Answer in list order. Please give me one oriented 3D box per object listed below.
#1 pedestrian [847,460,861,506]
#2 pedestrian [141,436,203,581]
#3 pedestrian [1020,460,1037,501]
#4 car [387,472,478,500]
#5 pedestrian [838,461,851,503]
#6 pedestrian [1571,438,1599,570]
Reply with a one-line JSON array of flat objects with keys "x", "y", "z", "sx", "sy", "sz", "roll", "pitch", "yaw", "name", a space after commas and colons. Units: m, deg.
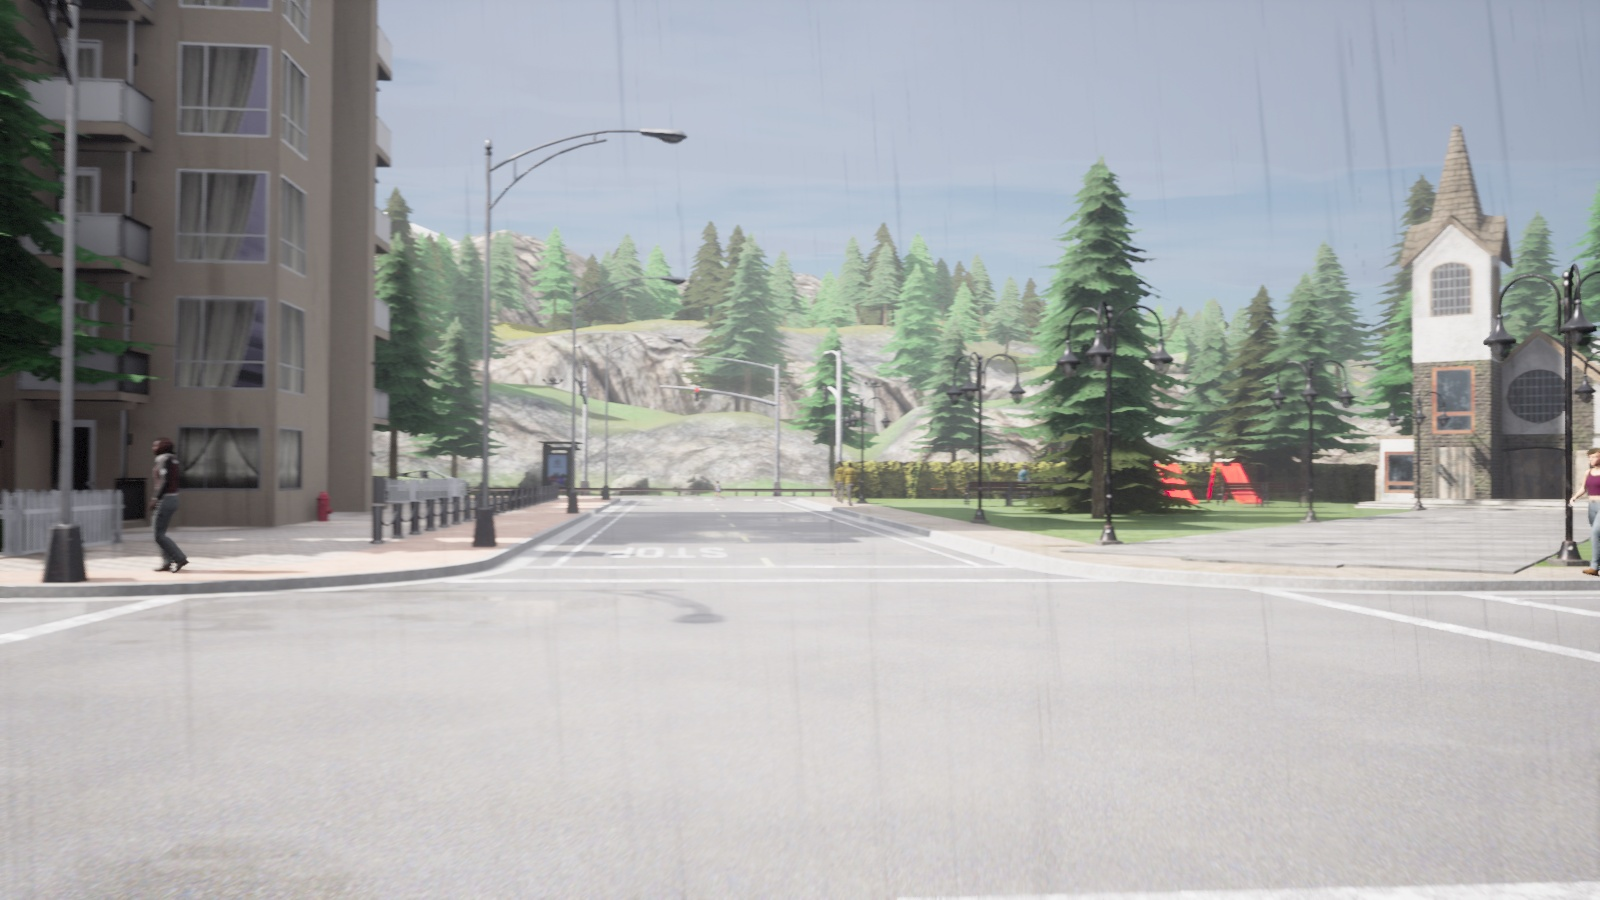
[{"x": 2.187, "y": 1.319, "z": 50.559, "sx": 0.431, "sy": 1.840, "sz": 0.709, "roll": 0, "pitch": -1, "yaw": -8, "name": "pedestrian"}, {"x": -8.462, "y": 0.778, "z": 16.922, "sx": 0.666, "sy": 1.930, "sz": 0.402, "roll": 0, "pitch": -1, "yaw": -14, "name": "pedestrian"}, {"x": 10.780, "y": 1.445, "z": 59.264, "sx": 0.396, "sy": 1.930, "sz": 0.692, "roll": 0, "pitch": -1, "yaw": -31, "name": "pedestrian"}, {"x": -20.327, "y": 1.992, "z": 69.578, "sx": 4.514, "sy": 1.525, "sz": 2.007, "roll": 0, "pitch": -1, "yaw": -5, "name": "car"}, {"x": 1.928, "y": 1.388, "z": 54.677, "sx": 0.431, "sy": 1.840, "sz": 0.709, "roll": 0, "pitch": -1, "yaw": -7, "name": "pedestrian"}, {"x": 11.265, "y": 0.756, "z": 17.689, "sx": 0.594, "sy": 1.836, "sz": 0.345, "roll": 0, "pitch": -1, "yaw": -12, "name": "pedestrian"}]
